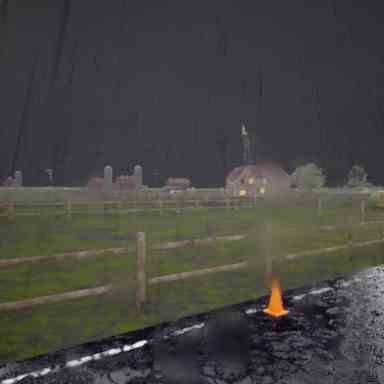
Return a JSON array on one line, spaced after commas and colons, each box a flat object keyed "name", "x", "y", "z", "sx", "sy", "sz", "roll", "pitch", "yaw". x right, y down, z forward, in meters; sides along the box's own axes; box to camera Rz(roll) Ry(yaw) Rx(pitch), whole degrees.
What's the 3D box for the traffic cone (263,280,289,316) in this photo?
[{"name": "traffic cone", "x": 1.579, "y": 1.951, "z": 6.238, "sx": 0.340, "sy": 0.580, "sz": 0.340, "roll": 0, "pitch": 0, "yaw": -35}]
